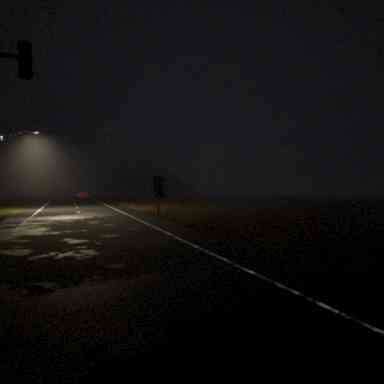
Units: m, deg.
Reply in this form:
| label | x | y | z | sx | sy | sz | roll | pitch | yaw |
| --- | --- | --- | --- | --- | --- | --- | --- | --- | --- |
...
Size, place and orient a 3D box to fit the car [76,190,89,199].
| label | x | y | z | sx | sy | sz | roll | pitch | yaw |
| --- | --- | --- | --- | --- | --- | --- | --- | --- | --- |
| car | -20.498 | 0.364 | 62.204 | 2.097 | 1.767 | 4.553 | -1 | 1 | -21 |
